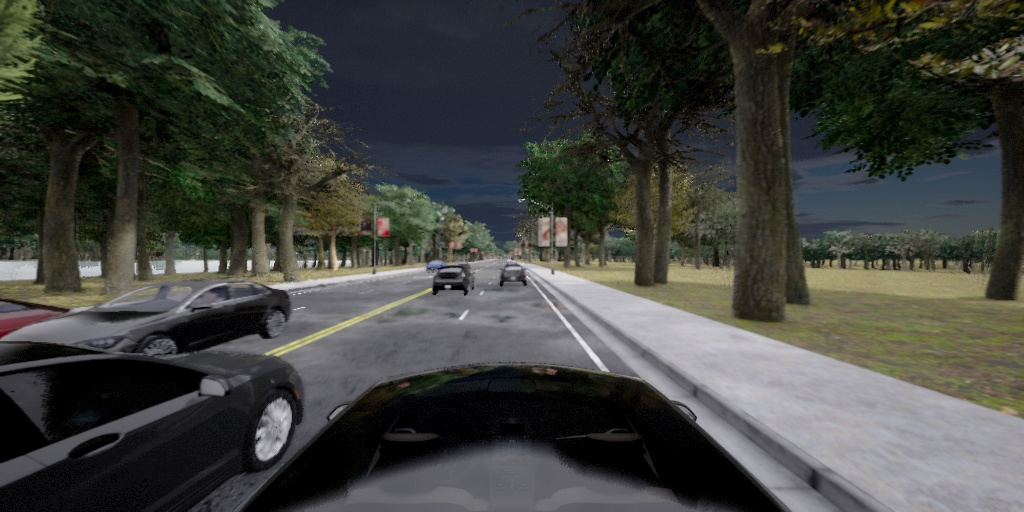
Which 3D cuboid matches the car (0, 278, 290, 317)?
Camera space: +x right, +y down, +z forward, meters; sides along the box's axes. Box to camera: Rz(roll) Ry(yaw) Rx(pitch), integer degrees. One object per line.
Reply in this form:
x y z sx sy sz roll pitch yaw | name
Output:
-6.599 1.245 7.270 2.128 1.511 4.902 0 0 0 | car

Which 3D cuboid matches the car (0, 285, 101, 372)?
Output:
-9.849 1.317 5.627 1.994 1.385 4.181 0 0 0 | car

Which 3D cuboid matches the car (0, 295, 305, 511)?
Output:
-3.152 1.255 1.926 1.837 1.490 4.892 0 0 0 | car

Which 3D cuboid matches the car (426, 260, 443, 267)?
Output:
-9.948 1.325 47.126 1.882 1.535 5.008 0 0 0 | car

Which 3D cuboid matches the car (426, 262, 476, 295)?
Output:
-3.156 1.272 20.010 1.837 1.490 4.892 0 0 0 | car

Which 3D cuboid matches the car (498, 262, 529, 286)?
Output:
0.081 1.304 25.837 1.812 1.442 4.674 0 0 0 | car
